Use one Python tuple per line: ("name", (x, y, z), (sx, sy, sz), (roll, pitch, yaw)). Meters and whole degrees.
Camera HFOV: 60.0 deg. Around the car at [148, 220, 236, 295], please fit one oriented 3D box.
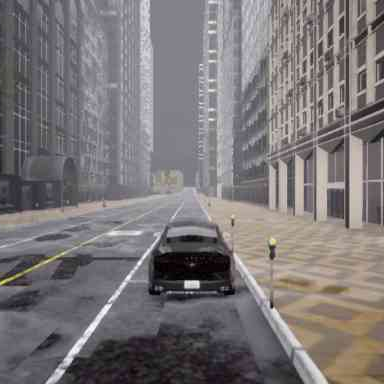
("car", (0.000, 1.490, 8.650), (1.837, 1.490, 4.892), (0, 0, 0))
